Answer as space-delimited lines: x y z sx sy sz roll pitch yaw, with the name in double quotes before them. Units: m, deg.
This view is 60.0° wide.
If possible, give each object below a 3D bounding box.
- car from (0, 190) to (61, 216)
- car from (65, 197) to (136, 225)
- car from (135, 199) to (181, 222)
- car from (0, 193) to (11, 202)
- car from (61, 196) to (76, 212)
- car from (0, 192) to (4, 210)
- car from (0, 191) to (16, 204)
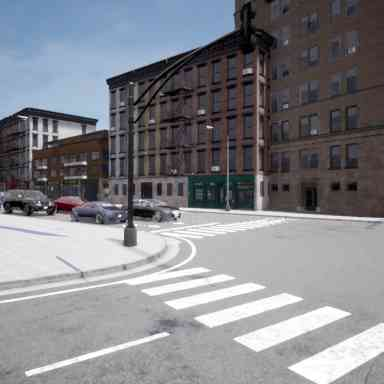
"car" -13.540 0.839 27.610 5.566 2.045 2.150 1 0 39
"car" -6.030 1.281 21.719 4.181 1.385 1.994 1 0 37
"car" -2.948 1.239 23.445 4.902 1.511 2.128 1 0 38
"car" -33.169 0.897 57.589 4.674 1.442 1.812 1 0 43
"car" -10.399 1.125 29.266 5.008 1.535 1.882 1 0 39
"car" -21.149 0.876 33.850 4.553 1.767 2.097 1 0 40
"car" -27.611 0.786 48.214 4.553 1.767 2.097 1 0 41
